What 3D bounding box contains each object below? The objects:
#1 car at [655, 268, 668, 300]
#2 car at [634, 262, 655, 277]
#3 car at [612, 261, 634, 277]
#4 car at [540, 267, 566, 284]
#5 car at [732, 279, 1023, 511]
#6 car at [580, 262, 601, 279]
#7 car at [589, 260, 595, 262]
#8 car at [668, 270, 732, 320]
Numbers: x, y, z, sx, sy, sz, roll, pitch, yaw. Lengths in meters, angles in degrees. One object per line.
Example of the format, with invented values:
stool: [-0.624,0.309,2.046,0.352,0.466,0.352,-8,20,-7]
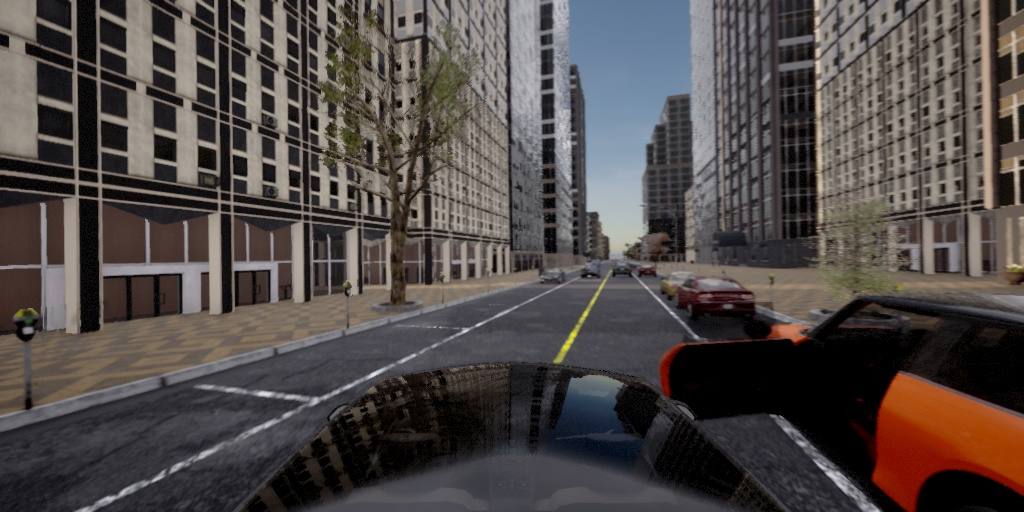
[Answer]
car: [8.517,1.364,18.053,1.751,1.417,4.829,0,0,16]
car: [14.847,1.565,39.541,1.888,1.381,4.507,0,0,16]
car: [12.465,1.417,40.683,2.097,1.767,4.553,-1,-1,16]
car: [3.616,1.614,31.072,2.007,1.370,4.403,0,0,16]
car: [3.734,1.068,2.930,2.097,1.767,4.553,-1,-1,16]
car: [8.400,1.633,37.937,2.033,1.411,5.357,-1,-1,17]
car: [13.133,1.856,63.377,1.751,1.417,4.829,0,0,16]
car: [6.874,1.338,12.477,1.888,1.381,4.507,0,0,16]
